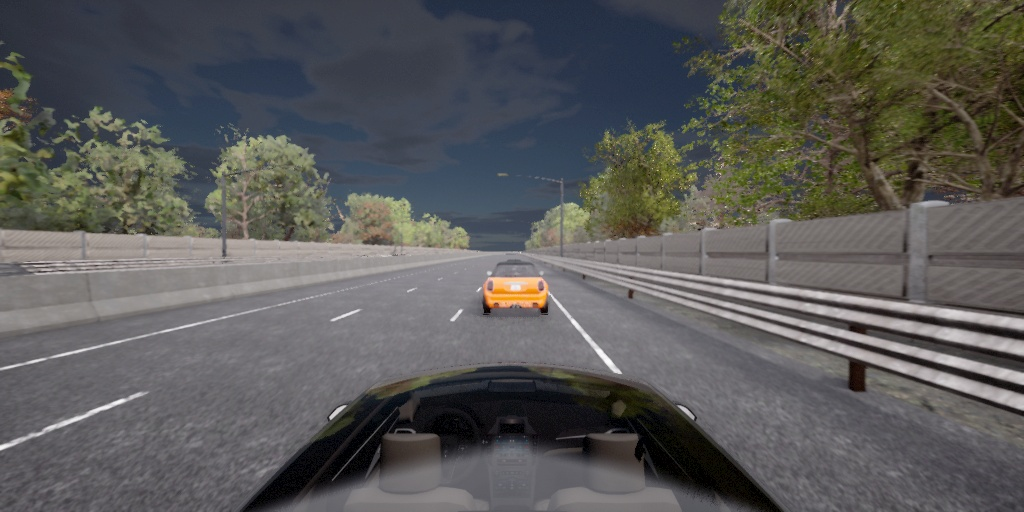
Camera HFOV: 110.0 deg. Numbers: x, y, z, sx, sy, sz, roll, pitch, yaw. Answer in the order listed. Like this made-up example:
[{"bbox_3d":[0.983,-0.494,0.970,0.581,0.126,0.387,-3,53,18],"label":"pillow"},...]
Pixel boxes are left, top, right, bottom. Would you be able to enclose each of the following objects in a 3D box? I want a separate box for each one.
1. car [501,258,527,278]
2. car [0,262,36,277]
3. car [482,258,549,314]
[{"bbox_3d":[0.152,0.936,29.464,1.994,1.385,4.181,0,1,0],"label":"car"},{"bbox_3d":[-17.581,0.977,10.791,2.097,1.767,4.553,0,1,0],"label":"car"},{"bbox_3d":[0.118,0.946,13.031,2.097,1.767,4.553,0,1,0],"label":"car"}]
